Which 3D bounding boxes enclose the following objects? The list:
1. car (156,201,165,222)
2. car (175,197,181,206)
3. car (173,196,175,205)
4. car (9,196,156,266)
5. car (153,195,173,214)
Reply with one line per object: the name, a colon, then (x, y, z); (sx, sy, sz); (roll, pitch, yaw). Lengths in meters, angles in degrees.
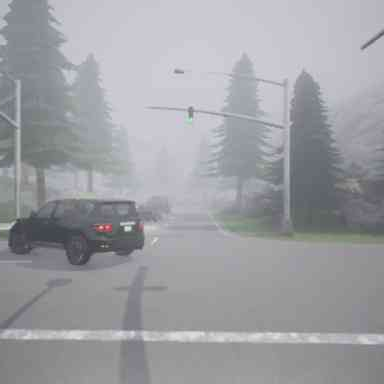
car: (-3.590, 1.683, 27.303); (1.895, 1.301, 4.718); (0, 0, 0)
car: (-3.907, 1.525, 57.975); (2.097, 1.767, 4.553); (0, 0, -35)
car: (-3.866, 1.647, 47.642); (1.837, 1.490, 4.892); (0, 0, -8)
car: (-4.215, 1.250, 11.899); (5.566, 2.045, 2.150); (0, -2, 35)
car: (-3.580, 1.333, 37.213); (2.150, 2.045, 5.566); (0, 0, -1)
